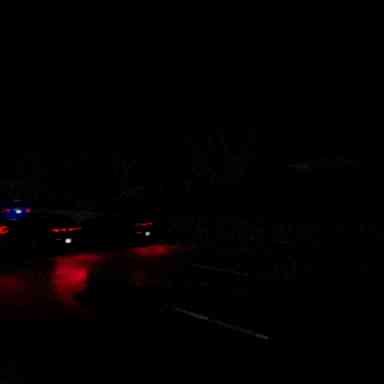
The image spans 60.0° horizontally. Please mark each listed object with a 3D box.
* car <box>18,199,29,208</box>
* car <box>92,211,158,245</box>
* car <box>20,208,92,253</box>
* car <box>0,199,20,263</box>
[{"bbox_3d":[-14.936,1.587,26.621,5.566,2.045,2.150,-1,-1,42],"label":"car"},{"bbox_3d":[-3.843,1.708,16.837,4.902,1.511,2.128,-1,-1,42],"label":"car"},{"bbox_3d":[-6.661,1.673,14.660,4.892,1.490,1.837,-1,-1,42],"label":"car"},{"bbox_3d":[-8.222,1.331,11.371,5.566,2.045,2.150,0,-1,42],"label":"car"}]
